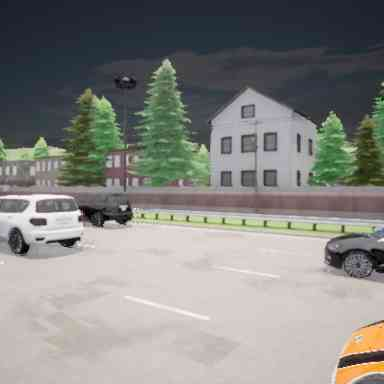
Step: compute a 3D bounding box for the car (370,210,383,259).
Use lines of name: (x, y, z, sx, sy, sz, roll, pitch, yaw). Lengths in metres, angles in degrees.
car: (8.674, 1.485, 10.703, 5.008, 1.535, 1.882, 1, 0, 36)

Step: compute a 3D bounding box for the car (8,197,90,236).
car: (-7.915, 1.224, 18.242, 4.553, 1.767, 2.097, 0, 0, 36)

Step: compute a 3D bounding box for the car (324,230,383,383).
car: (3.136, 1.364, 1.755, 4.553, 1.767, 2.097, 0, 0, 36)

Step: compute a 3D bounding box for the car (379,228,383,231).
car: (5.951, 1.492, 8.347, 4.902, 1.511, 2.128, 1, 0, 36)

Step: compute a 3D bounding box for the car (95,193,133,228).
car: (-6.244, 1.091, 21.350, 5.566, 2.045, 2.150, 1, 0, 36)

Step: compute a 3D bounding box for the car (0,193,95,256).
car: (-6.573, 1.125, 12.984, 5.566, 2.045, 2.150, 1, 0, 36)
